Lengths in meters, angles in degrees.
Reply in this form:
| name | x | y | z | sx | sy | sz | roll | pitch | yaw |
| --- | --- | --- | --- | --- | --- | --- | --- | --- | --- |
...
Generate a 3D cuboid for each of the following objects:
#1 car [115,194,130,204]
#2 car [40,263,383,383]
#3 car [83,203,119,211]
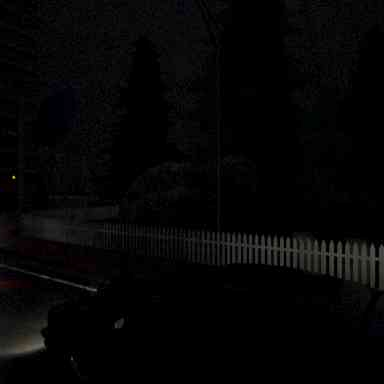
| name | x | y | z | sx | sy | sz | roll | pitch | yaw |
| --- | --- | --- | --- | --- | --- | --- | --- | --- | --- |
| car | -13.036 | 1.296 | 62.057 | 2.097 | 1.767 | 4.553 | 0 | 0 | -19 |
| car | 0.622 | 1.547 | 3.550 | 5.357 | 1.411 | 2.033 | 0 | 0 | 36 |
| car | -10.850 | 1.545 | 39.372 | 1.895 | 1.301 | 4.718 | 0 | 0 | 11 |
